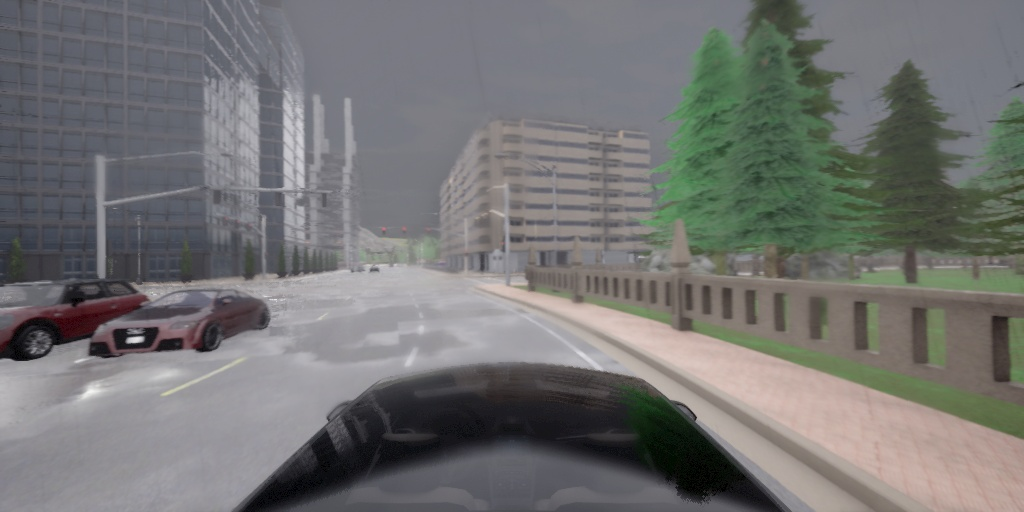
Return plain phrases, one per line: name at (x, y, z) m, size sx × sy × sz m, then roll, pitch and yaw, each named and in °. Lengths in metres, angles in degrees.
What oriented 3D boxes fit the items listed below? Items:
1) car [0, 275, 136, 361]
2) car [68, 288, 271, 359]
car at (-11.581, 1.397, 8.908) m, size 2.097 × 1.767 × 4.553 m, roll -1°, pitch -1°, yaw -13°
car at (-8.094, 1.553, 9.260) m, size 1.994 × 1.385 × 4.181 m, roll -1°, pitch -1°, yaw -12°
